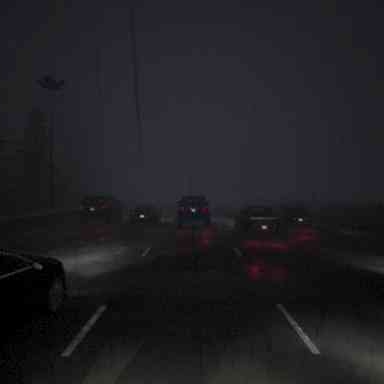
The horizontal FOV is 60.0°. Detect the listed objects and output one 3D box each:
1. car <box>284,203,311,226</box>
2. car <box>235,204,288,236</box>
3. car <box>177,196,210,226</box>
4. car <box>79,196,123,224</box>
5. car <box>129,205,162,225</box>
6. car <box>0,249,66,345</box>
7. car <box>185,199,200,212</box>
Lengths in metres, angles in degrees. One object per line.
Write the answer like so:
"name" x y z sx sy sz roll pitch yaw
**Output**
"car" 7.102 1.572 24.140 1.837 1.490 4.892 0 0 0
"car" 3.601 1.545 18.957 2.128 1.511 4.902 0 0 0
"car" 0.112 1.289 24.098 2.150 2.045 5.566 0 0 0
"car" -6.899 1.293 25.686 2.150 2.045 5.566 0 0 0
"car" -3.396 1.633 24.715 1.994 1.385 4.181 0 0 0
"car" -3.400 1.505 4.645 2.128 1.511 4.902 0 0 0
"car" 0.091 1.643 41.999 1.812 1.442 4.674 0 0 0
